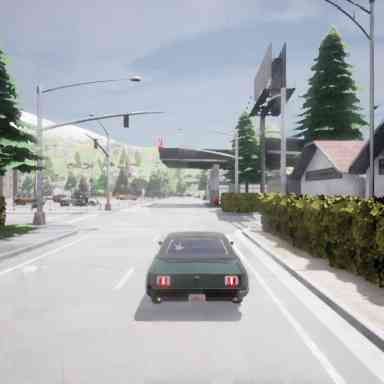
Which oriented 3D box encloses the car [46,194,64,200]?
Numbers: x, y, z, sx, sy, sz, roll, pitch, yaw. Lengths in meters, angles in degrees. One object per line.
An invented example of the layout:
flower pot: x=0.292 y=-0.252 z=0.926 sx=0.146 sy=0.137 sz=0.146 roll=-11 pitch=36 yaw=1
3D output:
car: x=-35.046 y=1.380 z=84.953 sx=3.806 sy=1.475 sz=1.970 roll=0 pitch=0 yaw=0

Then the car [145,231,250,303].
car: x=0.100 y=1.600 z=8.130 sx=1.895 sy=1.301 sz=4.718 roll=0 pitch=0 yaw=0

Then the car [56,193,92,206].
car: x=-16.743 y=1.075 z=47.319 sx=3.866 sy=1.878 sz=1.905 roll=0 pitch=0 yaw=0

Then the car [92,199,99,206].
car: x=-16.149 y=1.359 z=50.647 sx=3.806 sy=1.475 sz=1.970 roll=0 pitch=0 yaw=0

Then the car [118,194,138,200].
car: x=-16.380 y=1.327 z=84.904 sx=5.027 sy=1.636 sz=2.152 roll=0 pitch=0 yaw=0

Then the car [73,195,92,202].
car: x=-23.992 y=1.316 z=73.018 sx=3.633 sy=1.501 sz=1.845 roll=0 pitch=0 yaw=0

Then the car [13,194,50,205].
car: x=-24.628 y=1.095 z=50.565 sx=4.605 sy=1.855 sz=1.932 roll=0 pitch=0 yaw=0

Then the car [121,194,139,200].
car: x=-16.449 y=1.335 z=88.040 sx=4.514 sy=1.523 sz=2.007 roll=0 pitch=0 yaw=0

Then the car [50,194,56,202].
car: x=-23.982 y=1.295 z=63.025 sx=4.514 sy=1.523 sz=2.007 roll=0 pitch=0 yaw=0
